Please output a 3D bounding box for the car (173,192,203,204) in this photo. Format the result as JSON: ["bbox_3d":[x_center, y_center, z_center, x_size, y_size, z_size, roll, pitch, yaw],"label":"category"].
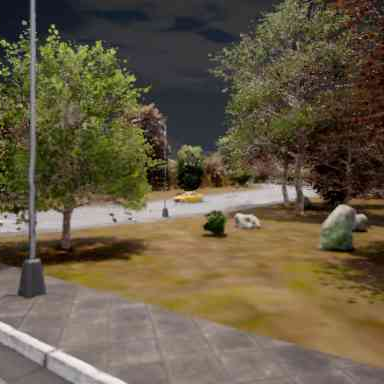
[{"bbox_3d":[-0.505,0.745,44.541,1.882,1.535,5.008,0,3,39],"label":"car"}]
